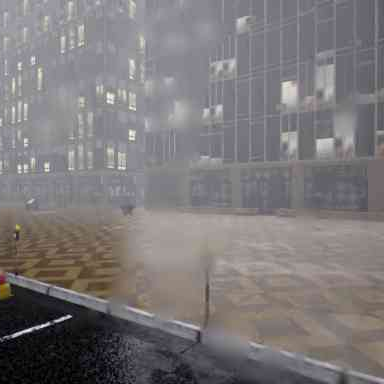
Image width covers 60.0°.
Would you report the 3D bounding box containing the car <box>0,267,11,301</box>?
[{"bbox_3d":[-5.585,1.526,6.825,4.829,1.417,1.752,0,0,35],"label":"car"}]
